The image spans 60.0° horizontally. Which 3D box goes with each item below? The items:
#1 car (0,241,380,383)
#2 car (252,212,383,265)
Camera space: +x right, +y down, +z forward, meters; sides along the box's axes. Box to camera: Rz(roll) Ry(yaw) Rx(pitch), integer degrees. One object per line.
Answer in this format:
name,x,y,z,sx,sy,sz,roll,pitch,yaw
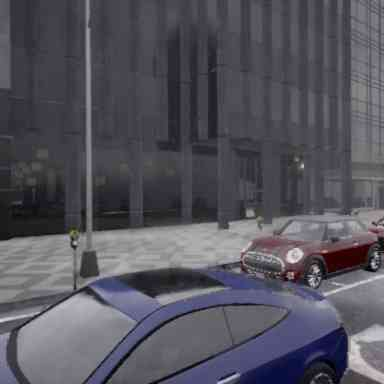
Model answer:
car,-0.456,1.517,2.932,4.674,1.442,1.812,-1,0,-35
car,3.174,1.382,8.799,4.097,1.590,1.967,-1,0,-36
